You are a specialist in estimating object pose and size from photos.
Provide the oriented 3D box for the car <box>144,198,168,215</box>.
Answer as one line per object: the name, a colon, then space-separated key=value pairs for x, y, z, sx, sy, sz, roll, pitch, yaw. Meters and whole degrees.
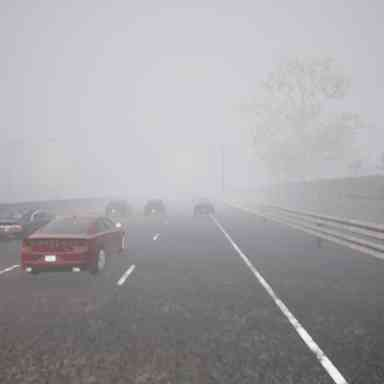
car: x=-3.396 y=1.377 z=31.682 sx=1.837 sy=1.490 sz=4.892 roll=0 pitch=0 yaw=0

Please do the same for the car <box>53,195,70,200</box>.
car: x=-21.030 y=1.270 z=56.256 sx=2.128 sy=1.511 sz=4.902 roll=0 pitch=0 yaw=1

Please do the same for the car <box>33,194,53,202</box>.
car: x=-24.536 y=1.133 z=55.359 sx=2.097 sy=1.767 sz=4.553 roll=0 pitch=0 yaw=1

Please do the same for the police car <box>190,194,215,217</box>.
police car: x=1.053 y=1.303 z=30.198 sx=1.930 sy=1.638 sz=5.238 roll=0 pitch=0 yaw=0

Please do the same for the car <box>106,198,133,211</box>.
car: x=-6.896 y=1.377 z=31.716 sx=1.837 sy=1.490 sz=4.892 roll=0 pitch=0 yaw=0

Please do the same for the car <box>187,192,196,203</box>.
car: x=0.007 y=1.299 z=63.957 sx=2.033 sy=1.411 sz=5.357 roll=0 pitch=0 yaw=0

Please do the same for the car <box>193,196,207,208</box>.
car: x=1.055 y=1.323 z=46.090 sx=1.837 sy=1.490 sz=4.892 roll=0 pitch=0 yaw=0

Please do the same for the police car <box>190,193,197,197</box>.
police car: x=1.054 y=1.264 z=40.199 sx=1.930 sy=1.638 sz=5.238 roll=0 pitch=0 yaw=0

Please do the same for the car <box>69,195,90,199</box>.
car: x=-17.546 y=1.389 z=53.510 sx=1.895 sy=1.301 sz=4.718 roll=0 pitch=0 yaw=1

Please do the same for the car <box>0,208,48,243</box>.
car: x=-6.899 y=1.433 z=14.162 sx=2.128 sy=1.511 sz=4.902 roll=0 pitch=0 yaw=0

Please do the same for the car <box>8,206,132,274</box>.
car: x=-3.397 y=1.434 z=10.459 sx=1.882 sy=1.535 sz=5.008 roll=0 pitch=0 yaw=0
